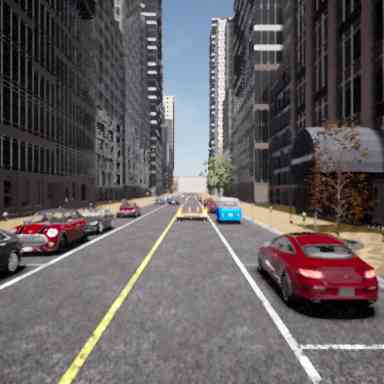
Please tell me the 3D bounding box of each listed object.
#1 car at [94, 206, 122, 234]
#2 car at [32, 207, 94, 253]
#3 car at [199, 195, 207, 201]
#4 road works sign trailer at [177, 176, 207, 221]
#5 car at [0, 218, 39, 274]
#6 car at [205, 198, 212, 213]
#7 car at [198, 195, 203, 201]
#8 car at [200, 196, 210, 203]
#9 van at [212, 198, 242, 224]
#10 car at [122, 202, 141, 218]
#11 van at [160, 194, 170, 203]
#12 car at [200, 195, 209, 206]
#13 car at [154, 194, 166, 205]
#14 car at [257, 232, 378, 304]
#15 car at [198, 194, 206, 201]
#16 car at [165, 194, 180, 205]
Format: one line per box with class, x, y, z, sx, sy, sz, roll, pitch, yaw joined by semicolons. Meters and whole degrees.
car;-5.695;1.562;19.234;2.008;1.369;4.403;0;0;0
car;-5.694;1.450;13.542;1.967;1.590;4.097;0;0;0
car;2.671;1.435;81.850;1.967;1.590;4.097;0;0;0
road works sign trailer;-0.006;0.477;26.945;2.380;3.560;2.880;0;0;0
car;-5.693;1.558;7.849;2.008;1.369;4.403;0;0;0
car;2.681;1.596;36.310;1.802;1.307;4.206;0;0;0
car;2.675;1.565;64.773;2.008;1.369;4.403;0;0;0
car;2.674;1.560;70.465;2.008;1.369;4.403;0;0;0
van;2.684;1.353;24.926;1.690;1.788;3.998;0;0;0
car;-5.698;1.595;30.619;1.802;1.307;4.206;0;0;0
van;-5.707;1.350;70.467;1.690;1.788;3.998;0;0;0
car;2.677;1.599;53.388;1.802;1.307;4.206;0;0;0
car;-5.705;1.567;59.082;2.008;1.369;4.403;0;0;0
car;2.688;1.589;7.849;1.802;1.307;4.206;0;0;0
car;2.670;1.427;87.542;1.967;1.590;4.097;0;0;0
car;-3.072;1.509;57.791;2.128;1.511;4.902;0;0;1
